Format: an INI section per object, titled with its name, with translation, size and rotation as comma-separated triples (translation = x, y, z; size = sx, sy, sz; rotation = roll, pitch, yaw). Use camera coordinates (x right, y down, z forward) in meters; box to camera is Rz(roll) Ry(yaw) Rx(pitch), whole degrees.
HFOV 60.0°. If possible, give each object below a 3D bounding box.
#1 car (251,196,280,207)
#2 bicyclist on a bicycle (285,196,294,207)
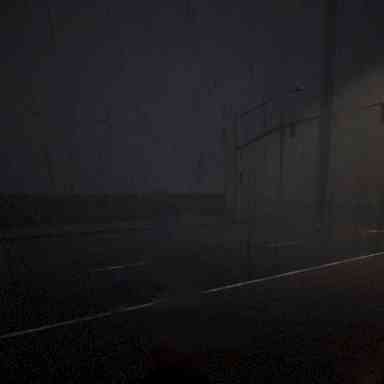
[car]
translation = 11.211, 1.352, 50.844
size = 2.097, 1.767, 4.553
rotation = 0, 0, -34
[bicyclist on a bicycle]
translation = 14.516, 1.453, 49.552
size = 1.656, 1.620, 0.582
rotation = 0, 0, -23
